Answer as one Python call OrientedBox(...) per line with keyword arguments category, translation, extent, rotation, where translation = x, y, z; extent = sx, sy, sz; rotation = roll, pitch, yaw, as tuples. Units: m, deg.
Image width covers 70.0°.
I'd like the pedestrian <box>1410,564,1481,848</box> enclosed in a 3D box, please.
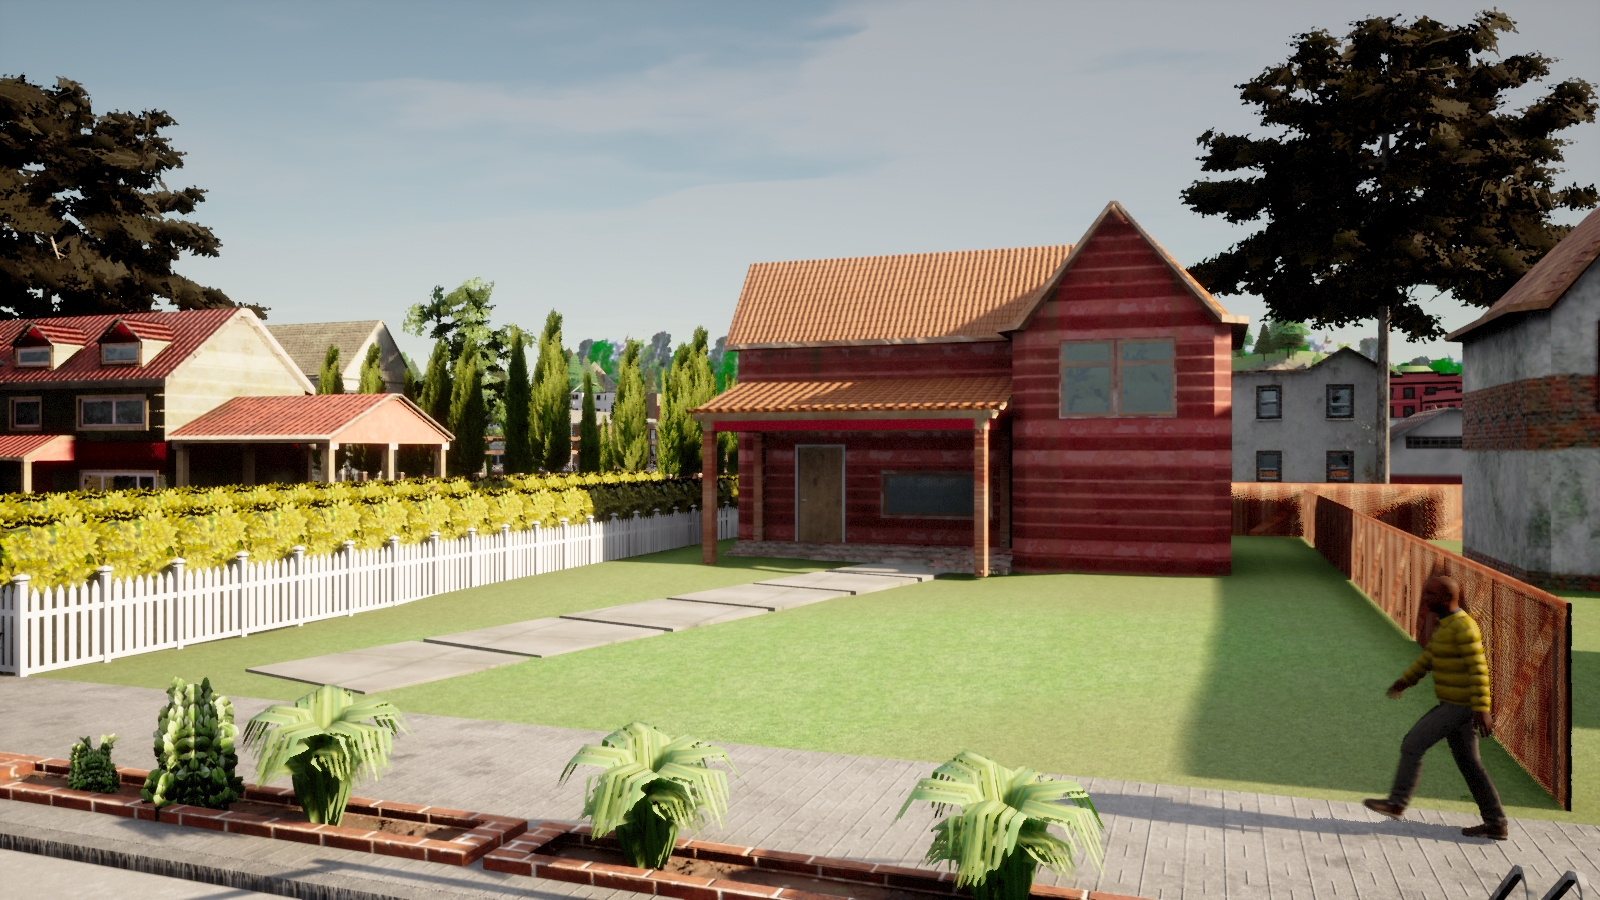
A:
OrientedBox(category="pedestrian", translation=(4.471, 1.744, 7.925), extent=(0.375, 1.860, 0.375), rotation=(0, 0, 20))
